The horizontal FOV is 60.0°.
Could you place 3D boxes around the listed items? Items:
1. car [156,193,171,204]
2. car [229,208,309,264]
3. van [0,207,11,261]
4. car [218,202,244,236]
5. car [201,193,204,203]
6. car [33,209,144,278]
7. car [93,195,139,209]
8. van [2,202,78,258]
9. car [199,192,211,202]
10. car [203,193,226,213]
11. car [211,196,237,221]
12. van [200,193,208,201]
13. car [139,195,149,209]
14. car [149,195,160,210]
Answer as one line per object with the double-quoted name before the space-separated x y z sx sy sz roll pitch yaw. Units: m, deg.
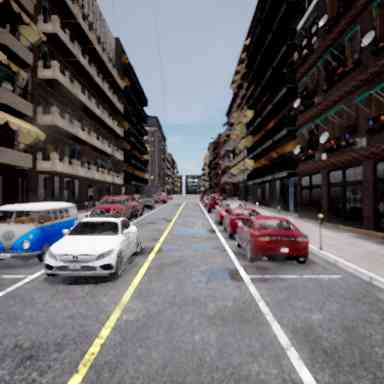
"car" -5.273 1.065 55.803 2.192 1.841 5.009 1 0 0
"car" 2.588 1.479 11.497 1.887 1.381 4.507 1 0 0
"van" -5.289 1.305 6.029 1.690 1.788 3.998 2 0 0
"car" 2.590 1.451 17.027 1.887 1.381 4.507 1 0 0
"car" 2.566 1.226 44.683 1.967 1.590 4.097 1 0 0
"car" -2.747 1.467 10.121 1.812 1.442 4.674 0 0 0
"car" -5.283 1.195 22.621 2.192 1.841 5.009 1 0 0
"van" -5.288 1.276 11.561 1.690 1.788 3.998 1 0 0
"car" 2.576 1.038 66.808 2.192 1.841 5.009 1 0 0
"car" 2.566 1.144 33.620 2.192 1.841 5.009 1 0 0
"car" 2.601 1.320 22.559 1.967 1.590 4.097 1 0 0
"van" 2.577 1.053 72.340 1.690 1.788 3.998 1 0 0
"car" -5.281 1.169 28.151 2.192 1.841 5.009 1 0 0
"car" -5.284 1.372 39.215 1.947 1.339 4.313 1 0 0
